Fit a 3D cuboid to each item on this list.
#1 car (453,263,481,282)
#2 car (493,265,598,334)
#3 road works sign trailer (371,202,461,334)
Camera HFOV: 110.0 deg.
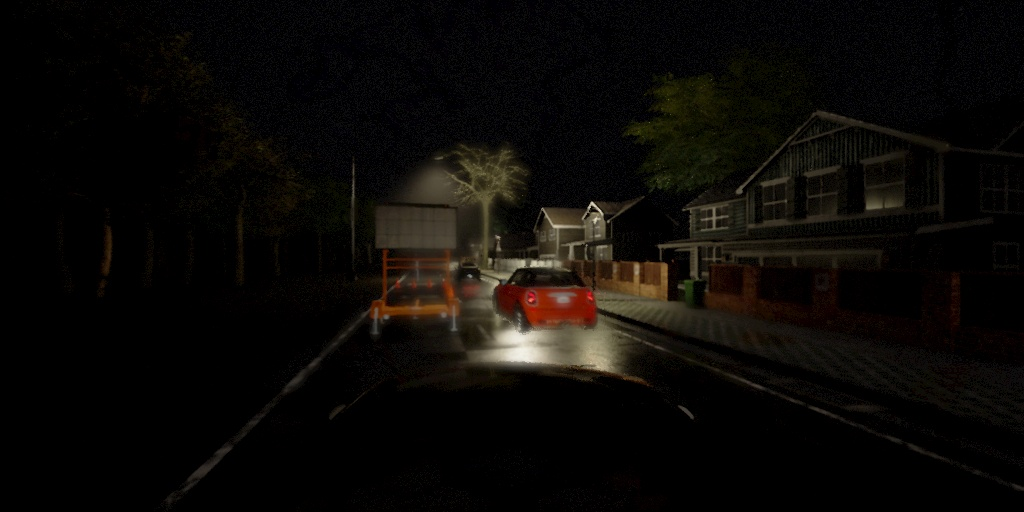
[{"bbox_3d":[-3.750,1.309,29.933,1.837,1.490,4.892,0,0,-14],"label":"car"},{"bbox_3d":[0.786,1.123,11.046,2.097,1.767,4.553,0,0,-13],"label":"car"},{"bbox_3d":[-2.861,0.225,10.812,2.380,3.560,2.880,0,0,-13],"label":"road works sign trailer"}]
